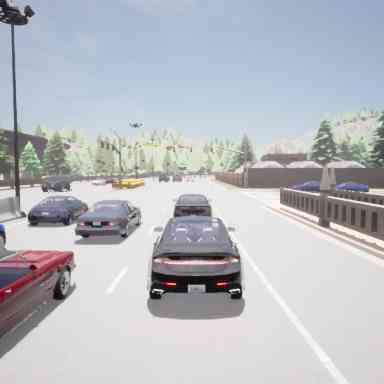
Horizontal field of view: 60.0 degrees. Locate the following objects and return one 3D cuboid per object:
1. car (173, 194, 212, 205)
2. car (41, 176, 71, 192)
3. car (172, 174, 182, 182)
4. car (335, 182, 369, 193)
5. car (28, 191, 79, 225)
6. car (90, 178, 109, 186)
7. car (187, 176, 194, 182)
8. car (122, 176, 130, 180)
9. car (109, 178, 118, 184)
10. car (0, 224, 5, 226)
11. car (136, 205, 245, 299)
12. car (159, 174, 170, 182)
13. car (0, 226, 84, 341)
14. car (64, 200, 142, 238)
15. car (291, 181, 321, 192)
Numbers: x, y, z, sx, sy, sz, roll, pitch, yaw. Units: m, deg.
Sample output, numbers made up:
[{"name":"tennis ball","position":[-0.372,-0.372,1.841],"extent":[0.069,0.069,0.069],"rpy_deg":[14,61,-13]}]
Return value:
[{"name":"car","position":[0.026,0.815,17.454],"extent":[1.882,1.535,5.008],"rpy_deg":[0,3,-1]},{"name":"car","position":[-17.810,-1.021,43.937],"extent":[2.150,2.045,5.566],"rpy_deg":[0,3,0]},{"name":"car","position":[-3.932,-3.612,86.995],"extent":[2.150,2.045,5.566],"rpy_deg":[0,3,0]},{"name":"car","position":[18.040,-0.402,38.633],"extent":[4.674,1.442,1.812],"rpy_deg":[0,3,2]},{"name":"car","position":[-6.979,0.879,17.794],"extent":[1.994,1.385,4.181],"rpy_deg":[0,3,0]},{"name":"car","position":[-17.844,-1.894,63.577],"extent":[1.812,1.442,4.674],"rpy_deg":[0,3,0]},{"name":"car","position":[-0.446,-3.458,89.668],"extent":[1.812,1.442,4.674],"rpy_deg":[0,3,0]},{"name":"car","position":[-17.945,-3.514,89.475],"extent":[2.033,1.411,5.357],"rpy_deg":[0,3,0]},{"name":"car","position":[-17.866,-2.459,74.189],"extent":[1.895,1.301,4.718],"rpy_deg":[0,3,0]},{"name":"car","position":[-6.936,1.283,8.822],"extent":[1.882,1.535,5.008],"rpy_deg":[0,2,0]},{"name":"car","position":[0.068,1.327,8.033],"extent":[2.128,1.511,4.902],"rpy_deg":[0,2,0]},{"name":"car","position":[-7.432,-3.611,86.977],"extent":[2.150,2.045,5.566],"rpy_deg":[0,3,0]},{"name":"car","position":[-3.420,1.528,5.101],"extent":[1.895,1.301,4.718],"rpy_deg":[0,1,0]},{"name":"car","position":[-3.465,1.050,14.616],"extent":[2.033,1.411,5.357],"rpy_deg":[0,3,0]},{"name":"car","position":[15.004,-0.617,42.226],"extent":[4.674,1.442,1.812],"rpy_deg":[0,3,2]}]
